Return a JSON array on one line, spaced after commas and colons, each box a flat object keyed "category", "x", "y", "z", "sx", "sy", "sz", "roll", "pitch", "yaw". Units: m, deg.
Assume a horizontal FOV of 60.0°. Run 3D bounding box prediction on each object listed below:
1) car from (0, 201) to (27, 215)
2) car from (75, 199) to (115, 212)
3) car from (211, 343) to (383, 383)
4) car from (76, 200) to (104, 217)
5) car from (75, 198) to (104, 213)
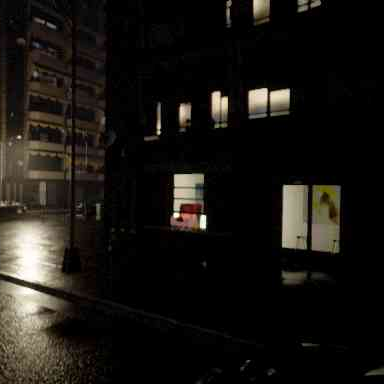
[{"category": "car", "x": -18.454, "y": 1.535, "z": 32.418, "sx": 2.008, "sy": 1.369, "sz": 4.403, "roll": 1, "pitch": 0, "yaw": 36}, {"category": "car", "x": -11.979, "y": 1.622, "z": 41.393, "sx": 1.887, "sy": 1.381, "sz": 4.507, "roll": 1, "pitch": 0, "yaw": 36}, {"category": "car", "x": 1.995, "y": 1.553, "z": 1.610, "sx": 4.403, "sy": 1.369, "sz": 2.008, "roll": 0, "pitch": 1, "yaw": 35}, {"category": "car", "x": -8.426, "y": 1.758, "z": 31.997, "sx": 1.947, "sy": 1.339, "sz": 4.313, "roll": 1, "pitch": 0, "yaw": 36}, {"category": "car", "x": -11.484, "y": 1.457, "z": 37.638, "sx": 2.097, "sy": 1.767, "sz": 4.553, "roll": 1, "pitch": 0, "yaw": 36}]
